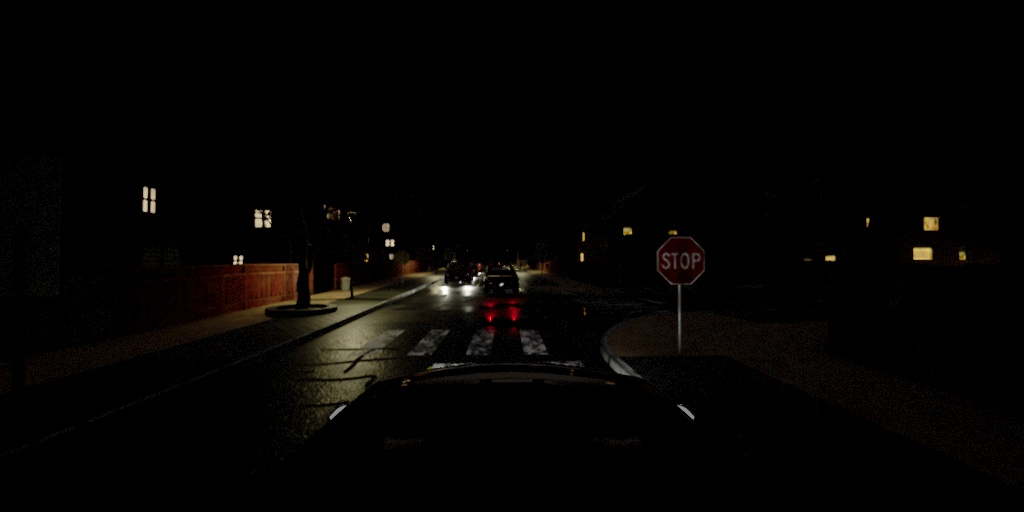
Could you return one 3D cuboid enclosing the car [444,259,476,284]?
[{"bbox_3d":[-3.970,1.232,27.313,1.882,1.535,5.008,0,0,-3],"label":"car"}]

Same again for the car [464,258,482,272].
[{"bbox_3d":[-5.047,1.187,47.234,2.097,1.767,4.553,0,0,-3],"label":"car"}]

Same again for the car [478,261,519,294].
[{"bbox_3d":[-0.661,1.237,20.521,2.128,1.511,4.902,0,0,-3],"label":"car"}]

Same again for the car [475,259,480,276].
[{"bbox_3d":[-4.501,1.333,37.146,2.033,1.411,5.357,0,0,-3],"label":"car"}]
